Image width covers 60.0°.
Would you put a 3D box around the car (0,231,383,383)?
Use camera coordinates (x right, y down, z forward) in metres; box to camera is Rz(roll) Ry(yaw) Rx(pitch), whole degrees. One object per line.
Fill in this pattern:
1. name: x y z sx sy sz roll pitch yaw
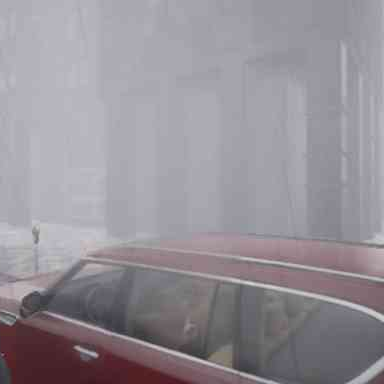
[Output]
1. car: -0.108 1.313 3.043 5.009 1.841 2.192 0 0 35
